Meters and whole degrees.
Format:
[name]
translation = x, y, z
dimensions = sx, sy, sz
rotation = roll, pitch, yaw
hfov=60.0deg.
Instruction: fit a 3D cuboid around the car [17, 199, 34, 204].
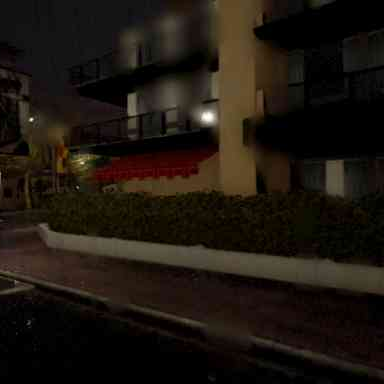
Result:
[car]
translation = -34.772, 2.173, 66.957
dimensions = 4.892, 1.521, 2.231
rotation = -1, 0, 36
